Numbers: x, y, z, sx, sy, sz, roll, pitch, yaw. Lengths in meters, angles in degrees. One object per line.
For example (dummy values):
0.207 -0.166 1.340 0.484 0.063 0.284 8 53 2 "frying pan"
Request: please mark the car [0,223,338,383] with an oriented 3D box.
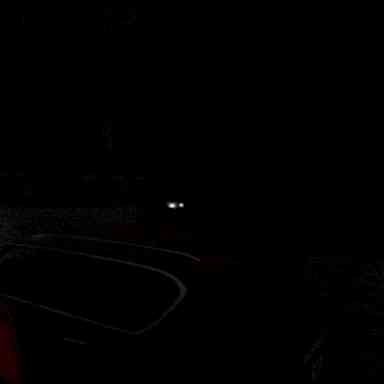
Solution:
-1.064 1.295 3.736 5.009 1.841 2.192 0 1 36 "car"
